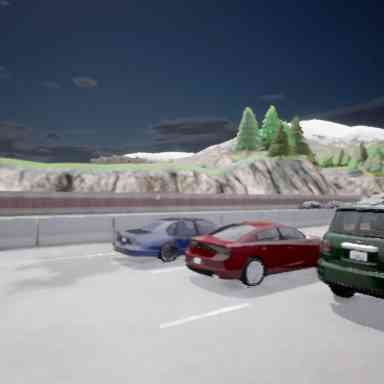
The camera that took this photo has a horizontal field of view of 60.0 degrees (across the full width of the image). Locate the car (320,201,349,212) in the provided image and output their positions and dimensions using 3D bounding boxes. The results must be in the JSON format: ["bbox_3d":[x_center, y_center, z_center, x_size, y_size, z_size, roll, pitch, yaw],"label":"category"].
[{"bbox_3d":[21.306,2.103,49.673,4.892,1.490,1.837,1,0,-39],"label":"car"}]

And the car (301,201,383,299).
[{"bbox_3d":[5.186,1.324,7.502,5.566,2.045,2.150,2,-1,-35],"label":"car"}]

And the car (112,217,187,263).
[{"bbox_3d":[-0.149,1.637,12.309,5.357,1.411,2.033,1,-1,-35],"label":"car"}]

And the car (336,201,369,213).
[{"bbox_3d":[22.232,2.072,45.966,4.902,1.511,2.128,1,-1,-38],"label":"car"}]

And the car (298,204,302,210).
[{"bbox_3d":[18.476,2.111,51.861,4.674,1.442,1.812,1,-1,-38],"label":"car"}]

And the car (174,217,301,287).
[{"bbox_3d":[2.169,1.572,9.660,5.008,1.535,1.882,1,0,-35],"label":"car"}]
